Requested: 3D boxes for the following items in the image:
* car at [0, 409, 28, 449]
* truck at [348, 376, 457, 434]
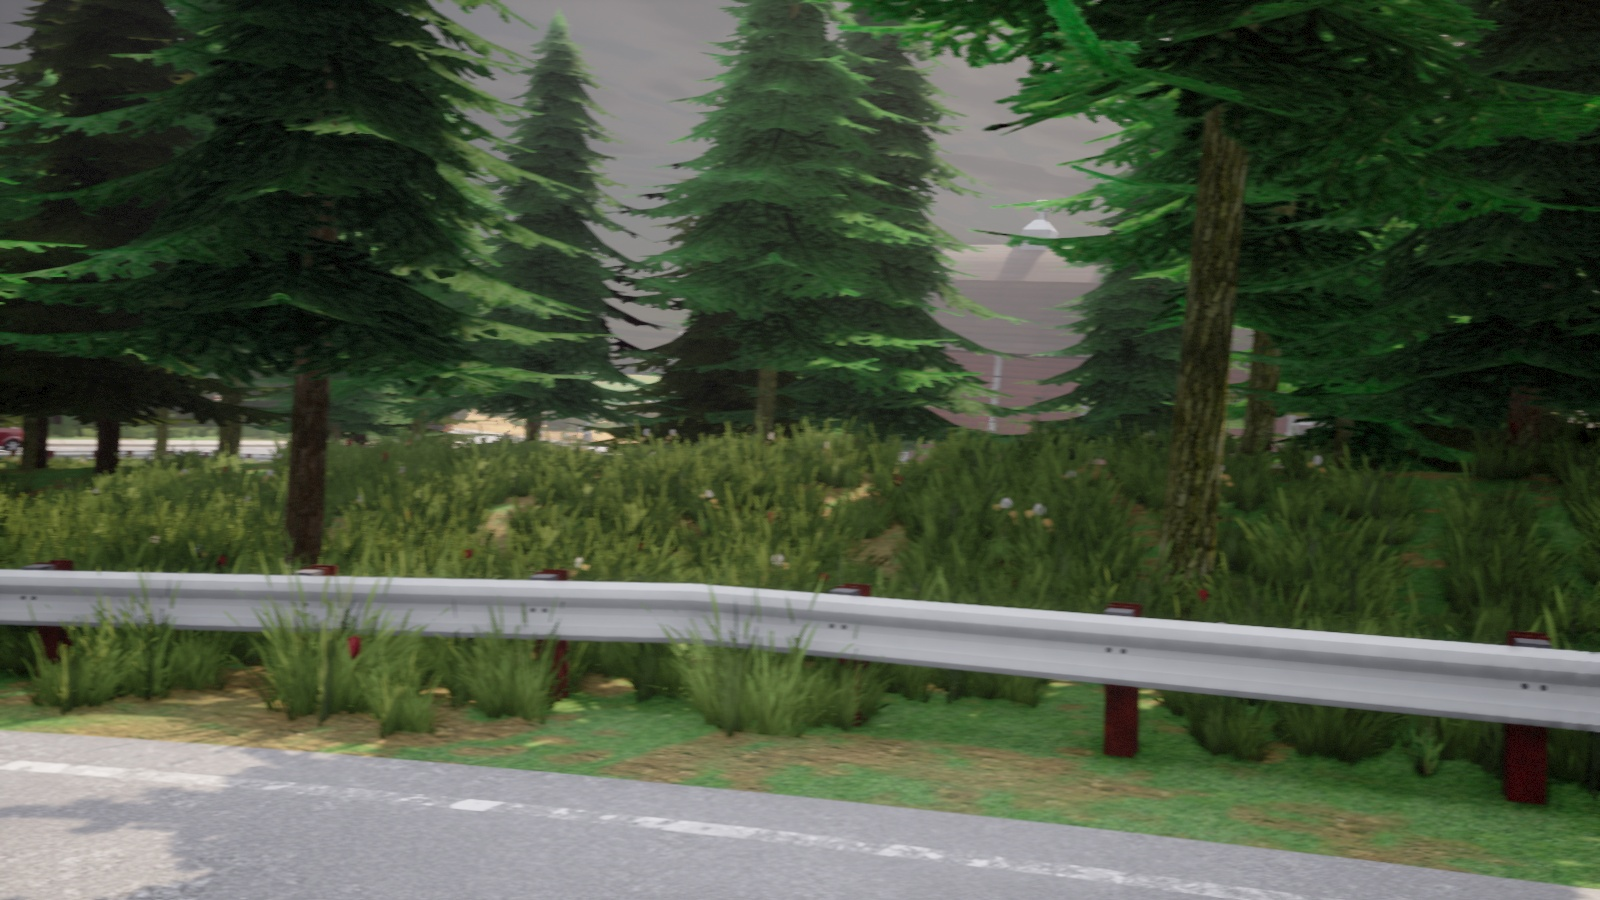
[{"bbox_3d":[-34.705,-0.918,52.430,1.789,1.549,3.705,7,3,33],"label":"car"},{"bbox_3d":[-28.738,-3.241,90.702,7.936,3.462,2.891,7,3,33],"label":"truck"}]
